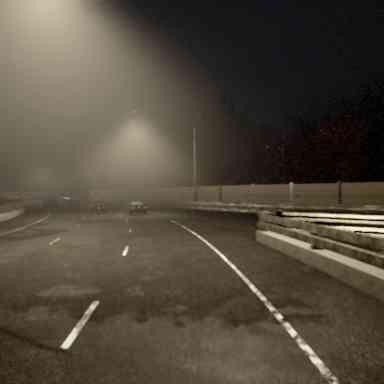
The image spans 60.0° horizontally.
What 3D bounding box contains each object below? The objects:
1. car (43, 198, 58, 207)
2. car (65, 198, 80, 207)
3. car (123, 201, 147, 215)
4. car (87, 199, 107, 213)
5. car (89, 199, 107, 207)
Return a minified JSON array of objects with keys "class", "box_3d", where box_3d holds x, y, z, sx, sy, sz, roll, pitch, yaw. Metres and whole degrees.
[{"class":"car","box_3d":[-24.892,1.856,58.381,1.812,1.442,4.674,0,0,-34]},{"class":"car","box_3d":[-21.183,1.839,59.114,1.812,1.442,4.674,0,0,-33]},{"class":"car","box_3d":[-6.400,1.708,37.109,2.033,1.411,5.357,0,0,-20]},{"class":"car","box_3d":[-11.826,1.728,41.111,1.812,1.442,4.674,0,0,-23]},{"class":"car","box_3d":[-16.470,1.887,58.277,1.895,1.301,4.718,0,0,-32]}]
